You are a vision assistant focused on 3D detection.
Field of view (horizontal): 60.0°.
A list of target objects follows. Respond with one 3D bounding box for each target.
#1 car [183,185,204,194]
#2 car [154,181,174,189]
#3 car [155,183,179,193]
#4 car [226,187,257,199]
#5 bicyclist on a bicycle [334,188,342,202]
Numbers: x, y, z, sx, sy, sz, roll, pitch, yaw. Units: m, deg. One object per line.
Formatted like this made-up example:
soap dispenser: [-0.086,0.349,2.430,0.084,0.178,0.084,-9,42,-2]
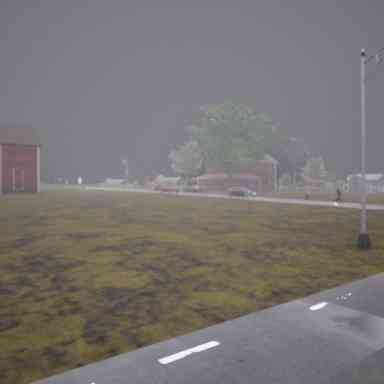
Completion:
car: [0.300,-0.466,58.647,1.812,1.442,4.674,0,2,-35]
car: [-5.470,-1.100,66.584,2.150,2.045,5.566,-1,2,-36]
car: [-4.270,-0.462,60.204,1.895,1.301,4.718,-1,2,-36]
car: [6.664,0.050,44.816,2.128,1.511,4.902,-1,2,-36]
bicyclist on a bicycle: [17.532,0.356,39.937,1.656,1.620,0.582,0,2,-36]
